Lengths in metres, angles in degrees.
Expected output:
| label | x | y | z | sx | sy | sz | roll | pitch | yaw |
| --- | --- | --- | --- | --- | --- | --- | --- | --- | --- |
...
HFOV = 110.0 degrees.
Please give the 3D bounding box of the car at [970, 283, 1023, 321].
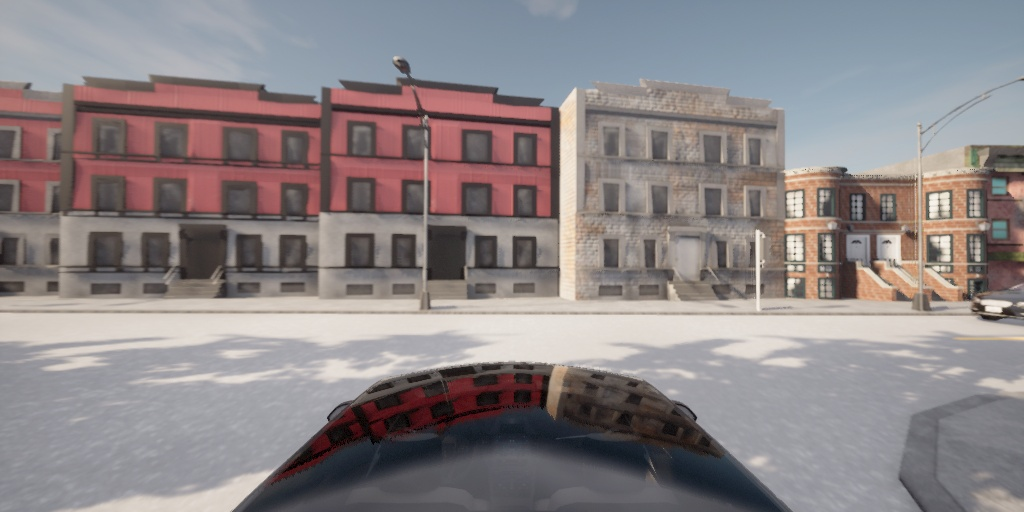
| label | x | y | z | sx | sy | sz | roll | pitch | yaw |
| --- | --- | --- | --- | --- | --- | --- | --- | --- | --- |
| car | 17.986 | 1.470 | 11.601 | 4.902 | 1.511 | 2.128 | 0 | -1 | -1 |
